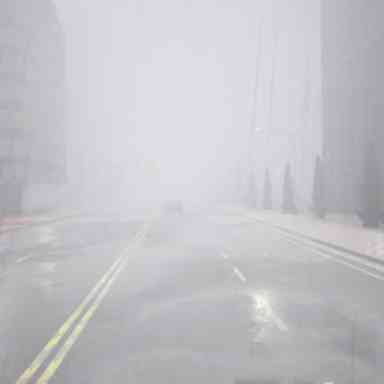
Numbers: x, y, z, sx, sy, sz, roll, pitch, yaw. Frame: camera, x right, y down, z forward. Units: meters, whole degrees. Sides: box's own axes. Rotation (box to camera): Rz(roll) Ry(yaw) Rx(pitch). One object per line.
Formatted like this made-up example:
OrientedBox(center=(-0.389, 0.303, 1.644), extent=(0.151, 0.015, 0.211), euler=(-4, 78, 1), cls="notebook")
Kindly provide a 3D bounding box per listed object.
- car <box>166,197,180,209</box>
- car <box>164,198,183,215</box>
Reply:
OrientedBox(center=(-2.713, 1.587, 47.988), extent=(1.882, 1.535, 5.008), euler=(-1, 0, -3), cls="car")
OrientedBox(center=(-1.938, 1.571, 35.035), extent=(2.128, 1.511, 4.902), euler=(-1, 0, -3), cls="car")
